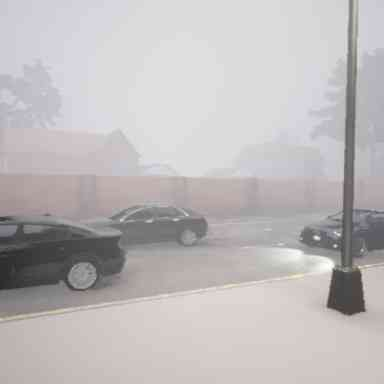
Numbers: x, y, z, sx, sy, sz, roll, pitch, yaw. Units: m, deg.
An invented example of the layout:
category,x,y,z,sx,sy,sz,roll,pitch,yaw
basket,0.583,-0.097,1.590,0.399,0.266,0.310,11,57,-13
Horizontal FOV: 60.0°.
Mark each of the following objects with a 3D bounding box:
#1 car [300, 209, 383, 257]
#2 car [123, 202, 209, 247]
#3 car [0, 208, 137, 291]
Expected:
category,x,y,z,sx,sy,sz,roll,pitch,yaw
car,5.888,1.328,11.774,4.181,1.385,1.994,0,2,-26
car,-1.765,1.163,11.910,4.892,1.490,1.837,0,2,-26
car,-3.914,1.236,6.955,5.008,1.535,1.882,0,2,-26
